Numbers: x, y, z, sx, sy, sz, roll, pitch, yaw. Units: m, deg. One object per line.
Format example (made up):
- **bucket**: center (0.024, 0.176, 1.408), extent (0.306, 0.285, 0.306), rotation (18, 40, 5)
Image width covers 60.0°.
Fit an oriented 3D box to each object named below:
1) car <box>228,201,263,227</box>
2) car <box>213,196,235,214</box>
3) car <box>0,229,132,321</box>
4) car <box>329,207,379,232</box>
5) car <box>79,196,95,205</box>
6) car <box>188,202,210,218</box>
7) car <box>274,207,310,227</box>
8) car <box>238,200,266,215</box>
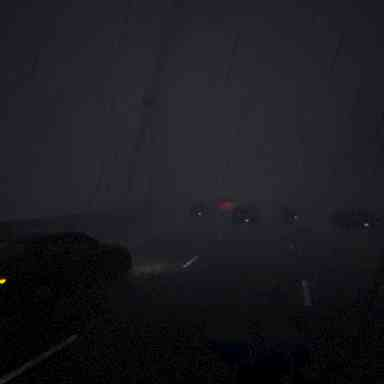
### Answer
- **car**: center (3.934, 1.703, 24.625), extent (2.128, 1.511, 4.902), rotation (1, 0, 6)
- **car**: center (3.880, 1.539, 39.726), extent (2.150, 2.045, 5.566), rotation (1, 0, -5)
- **car**: center (-3.077, 1.546, 7.348), extent (1.812, 1.442, 4.674), rotation (1, 0, 18)
- **car**: center (10.686, 1.752, 22.221), extent (2.128, 1.511, 4.902), rotation (1, 0, 7)
- **car**: center (-15.132, 1.342, 48.031), extent (1.837, 1.490, 4.892), rotation (1, 0, -14)
- **car**: center (0.704, 1.744, 32.821), extent (1.837, 1.490, 4.892), rotation (1, 0, 0)
- **car**: center (7.466, 1.812, 25.054), extent (1.994, 1.385, 4.181), rotation (1, 0, 5)
- **car**: center (7.254, 1.848, 40.591), extent (2.128, 1.511, 4.902), rotation (1, 0, -5)
